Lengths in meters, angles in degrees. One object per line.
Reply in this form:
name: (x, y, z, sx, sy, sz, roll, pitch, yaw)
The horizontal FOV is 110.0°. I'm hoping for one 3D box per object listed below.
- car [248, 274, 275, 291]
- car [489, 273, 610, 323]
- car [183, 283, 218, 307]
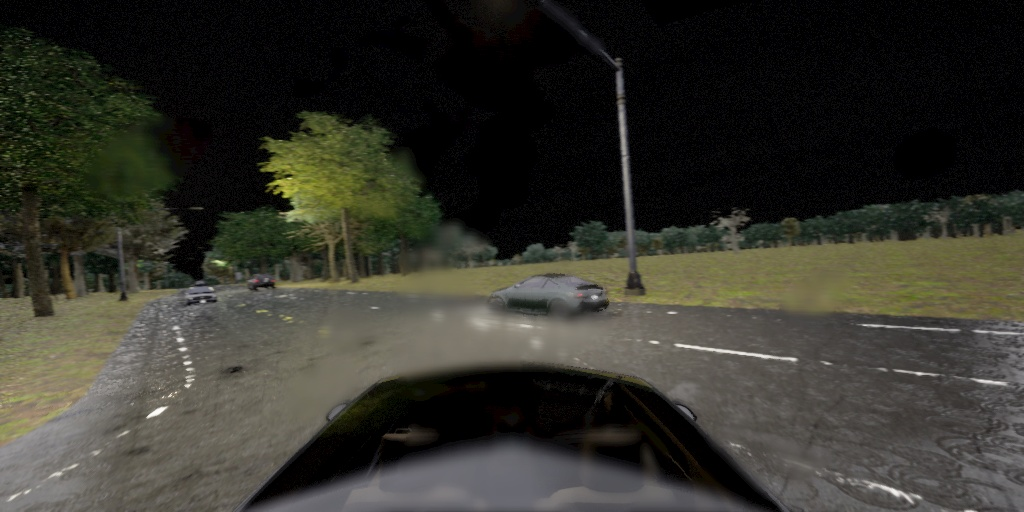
car: (-32.324, 3.364, 46.193, 2.150, 2.045, 5.566, -4, 0, -44)
car: (1.092, 1.294, 12.017, 1.994, 1.385, 4.181, -4, 0, -44)
car: (-25.194, 3.175, 28.977, 2.033, 1.411, 5.357, -4, 0, -44)
